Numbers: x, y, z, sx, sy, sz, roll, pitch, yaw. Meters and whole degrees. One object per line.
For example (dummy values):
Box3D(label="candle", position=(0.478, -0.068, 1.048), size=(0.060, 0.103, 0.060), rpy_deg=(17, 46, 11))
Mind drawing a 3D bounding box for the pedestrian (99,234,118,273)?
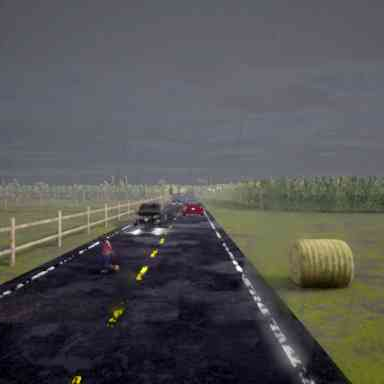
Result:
Box3D(label="pedestrian", position=(-2.344, 1.292, 9.193), size=(0.375, 1.860, 0.375), rpy_deg=(-1, 1, -1))

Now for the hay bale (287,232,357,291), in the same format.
Box3D(label="hay bale", position=(3.131, 1.653, 8.170), size=(1.220, 1.180, 1.240), rpy_deg=(1, 1, 0))

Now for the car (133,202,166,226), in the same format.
Box3D(label="car", position=(-2.851, 1.493, 23.118), size=(1.837, 1.490, 4.892), rpy_deg=(0, 0, 0))

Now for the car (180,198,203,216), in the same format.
Box3D(label="car", position=(0.093, 1.539, 32.675), size=(1.994, 1.385, 4.181), rpy_deg=(0, 0, 0))

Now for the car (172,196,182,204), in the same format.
Box3D(label="car", position=(-2.791, 1.457, 64.071), size=(2.033, 1.411, 5.357), rpy_deg=(0, 0, 1))

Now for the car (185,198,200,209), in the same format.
Box3D(label="car", position=(0.092, 1.553, 45.730), size=(1.895, 1.301, 4.718), rpy_deg=(0, 0, 0))
